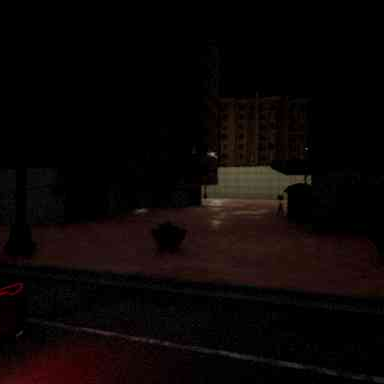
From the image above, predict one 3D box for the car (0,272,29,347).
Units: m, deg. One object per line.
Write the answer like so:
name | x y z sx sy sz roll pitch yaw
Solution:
car | -4.789 1.508 4.857 5.008 1.535 1.882 0 0 20
